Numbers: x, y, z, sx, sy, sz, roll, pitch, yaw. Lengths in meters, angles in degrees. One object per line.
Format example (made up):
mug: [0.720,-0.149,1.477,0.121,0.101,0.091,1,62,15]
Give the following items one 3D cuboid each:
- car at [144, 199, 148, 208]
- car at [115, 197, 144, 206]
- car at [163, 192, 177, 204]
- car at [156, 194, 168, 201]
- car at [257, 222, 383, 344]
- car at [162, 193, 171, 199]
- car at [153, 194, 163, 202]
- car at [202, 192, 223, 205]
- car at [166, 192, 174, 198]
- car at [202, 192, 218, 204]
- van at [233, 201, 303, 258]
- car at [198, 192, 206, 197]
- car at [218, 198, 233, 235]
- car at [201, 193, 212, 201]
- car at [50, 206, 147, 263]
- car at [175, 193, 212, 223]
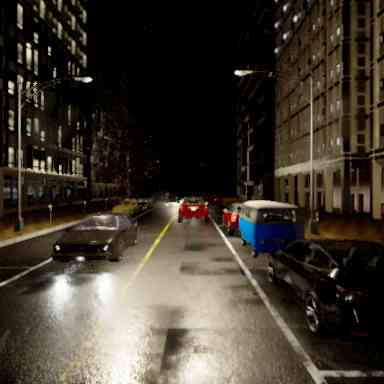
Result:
car: [-5.680,1.264,34.810,2.008,1.369,4.403,0,0,0]
car: [-5.681,1.289,28.946,1.752,1.417,4.829,0,0,0]
car: [-3.060,0.907,53.194,2.097,1.767,4.553,0,0,0]
car: [-5.674,1.029,63.271,1.947,1.339,4.313,0,1,0]
car: [2.695,1.515,6.336,1.947,1.339,4.313,0,0,0]
car: [-5.671,0.941,74.653,1.802,1.307,4.206,0,1,0]
car: [-5.675,1.066,57.578,2.008,1.369,4.403,0,1,0]
car: [2.703,0.980,40.486,2.192,1.841,5.009,0,0,0]
car: [-5.669,0.803,86.038,2.008,1.369,4.403,0,1,0]
car: [2.706,0.880,51.871,2.192,1.841,5.009,0,1,0]
van: [2.696,1.245,12.028,1.690,1.788,3.998,0,0,0]
car: [2.713,0.765,91.716,1.947,1.339,4.313,0,1,0]
car: [2.697,1.298,17.720,1.967,1.590,4.097,0,0,0]
car: [2.707,0.987,63.425,1.752,1.417,4.829,0,1,0]
car: [-3.098,1.453,11.891,2.033,1.411,5.357,0,0,0]
car: [0.104,1.157,24.004,2.097,1.767,4.553,0,0,0]
